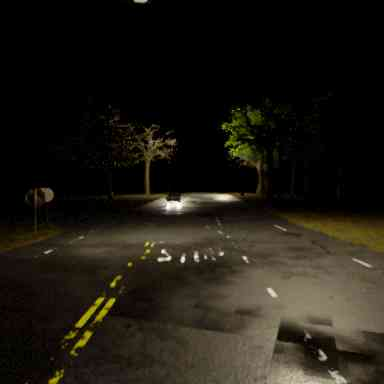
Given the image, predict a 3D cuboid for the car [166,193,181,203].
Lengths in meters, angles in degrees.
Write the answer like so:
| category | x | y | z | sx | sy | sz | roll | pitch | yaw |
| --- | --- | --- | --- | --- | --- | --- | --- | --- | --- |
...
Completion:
| category | x | y | z | sx | sy | sz | roll | pitch | yaw |
| --- | --- | --- | --- | --- | --- | --- | --- | --- | --- |
| car | -2.578 | 0.829 | 47.549 | 1.895 | 1.301 | 4.718 | 0 | 2 | 2 |
